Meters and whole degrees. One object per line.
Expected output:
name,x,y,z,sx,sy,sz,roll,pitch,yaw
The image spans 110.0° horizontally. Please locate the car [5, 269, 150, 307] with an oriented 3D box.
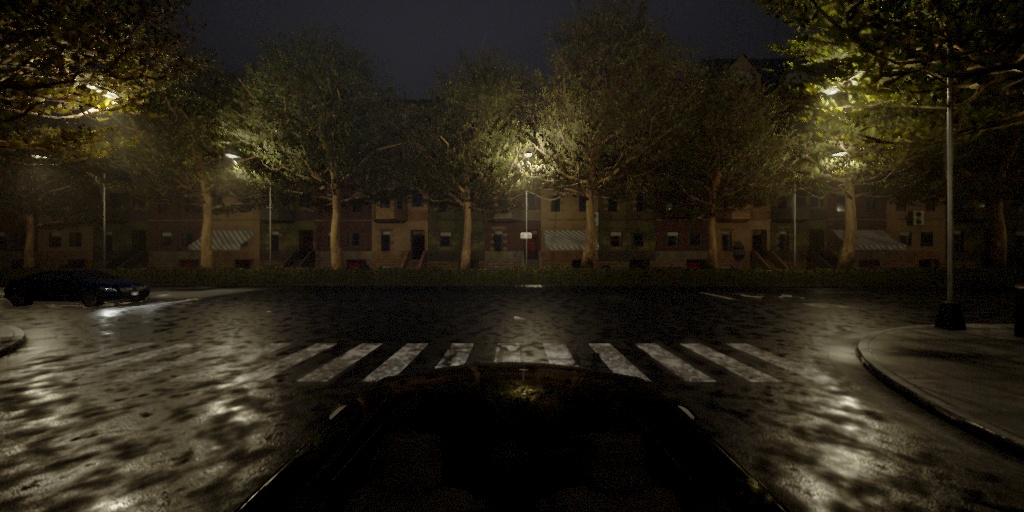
car,-17.896,1.282,14.831,4.674,1.442,1.812,0,0,1
